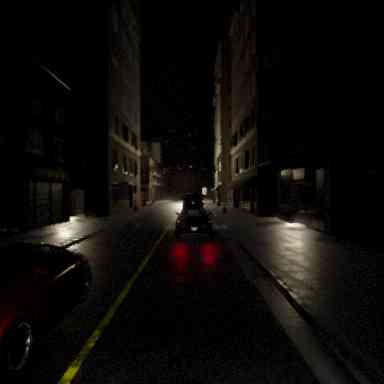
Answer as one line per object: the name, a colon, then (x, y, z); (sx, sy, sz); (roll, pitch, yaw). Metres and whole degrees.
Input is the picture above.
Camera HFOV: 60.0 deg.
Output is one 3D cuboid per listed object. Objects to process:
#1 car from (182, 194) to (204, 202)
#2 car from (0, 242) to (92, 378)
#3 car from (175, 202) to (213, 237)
car: (0.101, 1.183, 35.587); (2.150, 2.045, 5.566); (0, 0, 0)
car: (-3.100, 1.555, 5.342); (1.994, 1.385, 4.181); (0, 0, 0)
car: (0.099, 1.504, 17.601); (1.812, 1.442, 4.674); (0, 0, 0)
